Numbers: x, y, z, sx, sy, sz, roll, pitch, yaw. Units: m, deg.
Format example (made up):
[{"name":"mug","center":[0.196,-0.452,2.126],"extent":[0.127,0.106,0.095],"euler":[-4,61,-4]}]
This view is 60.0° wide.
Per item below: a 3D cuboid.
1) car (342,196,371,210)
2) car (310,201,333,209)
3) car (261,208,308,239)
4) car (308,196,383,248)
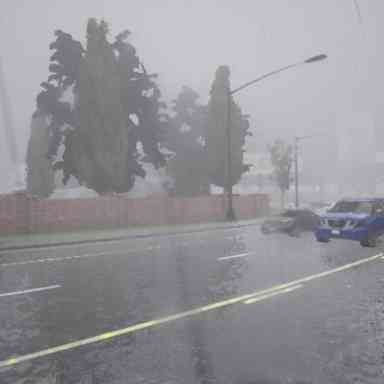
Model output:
[{"name":"car","center":[26.008,1.707,52.873],"extent":[2.150,2.045,5.566],"euler":[-1,-1,3]},{"name":"car","center":[22.531,2.229,58.018],"extent":[1.895,1.301,4.718],"euler":[-1,-1,-2]},{"name":"car","center":[5.672,1.642,18.432],"extent":[1.812,1.442,4.674],"euler":[0,-1,45]},{"name":"car","center":[7.851,1.312,15.623],"extent":[5.566,2.045,2.150],"euler":[0,-1,-45]}]
